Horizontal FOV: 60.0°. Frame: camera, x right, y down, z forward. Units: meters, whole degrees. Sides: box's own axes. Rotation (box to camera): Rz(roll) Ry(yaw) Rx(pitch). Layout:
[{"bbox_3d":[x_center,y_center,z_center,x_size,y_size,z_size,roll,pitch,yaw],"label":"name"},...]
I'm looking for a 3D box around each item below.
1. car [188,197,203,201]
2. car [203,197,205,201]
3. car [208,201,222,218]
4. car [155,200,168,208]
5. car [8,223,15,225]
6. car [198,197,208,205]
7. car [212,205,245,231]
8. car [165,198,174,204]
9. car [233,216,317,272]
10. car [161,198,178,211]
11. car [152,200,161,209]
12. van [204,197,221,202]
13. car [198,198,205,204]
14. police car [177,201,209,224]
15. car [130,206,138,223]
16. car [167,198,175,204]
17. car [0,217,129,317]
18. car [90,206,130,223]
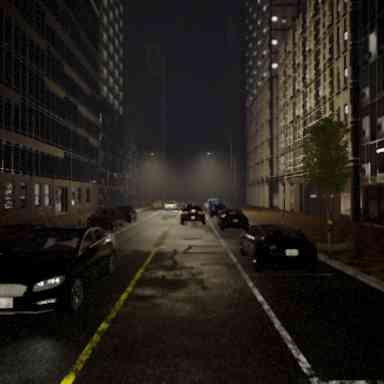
[{"bbox_3d":[0.051,1.786,43.024,2.097,1.767,4.553,0,-1,0],"label":"car"},{"bbox_3d":[2.654,1.894,45.158,1.967,1.590,4.097,0,-1,0],"label":"car"},{"bbox_3d":[2.663,1.910,33.772,1.947,1.339,4.313,0,-1,0],"label":"car"},{"bbox_3d":[-5.742,2.165,62.237,2.008,1.369,4.403,0,-1,0],"label":"car"},{"bbox_3d":[-5.698,1.698,11.005,1.802,1.307,4.206,0,-1,0],"label":"car"},{"bbox_3d":[2.625,2.082,79.311,2.192,1.841,5.009,0,-1,0],"label":"car"},{"bbox_3d":[2.673,1.797,22.388,1.947,1.339,4.313,0,-1,0],"label":"car"},{"bbox_3d":[-5.761,2.369,85.005,2.008,1.369,4.403,0,-1,0],"label":"car"},{"bbox_3d":[2.682,1.681,11.004,1.947,1.339,4.313,0,-1,0],"label":"car"},{"bbox_3d":[-3.125,2.020,49.387,1.812,1.442,4.674,0,-1,0],"label":"car"},{"bbox_3d":[-5.737,2.085,56.374,1.752,1.417,4.829,0,-1,0],"label":"car"},{"bbox_3d":[2.659,1.740,39.468,1.690,1.788,3.998,0,-1,0],"label":"van"},{"bbox_3d":[2.614,2.393,90.862,1.752,1.417,4.829,0,0,0],"label":"car"},{"bbox_3d":[0.075,1.790,27.590,2.038,1.542,4.974,0,0,0],"label":"police car"},{"bbox_3d":[-5.713,1.855,28.081,1.947,1.339,4.313,0,-1,0],"label":"car"},{"bbox_3d":[-5.767,2.434,90.697,1.947,1.339,4.313,0,-1,0],"label":"car"},{"bbox_3d":[-3.107,1.575,7.897,2.128,1.511,4.902,0,-1,0],"label":"car"},{"bbox_3d":[-5.708,1.777,22.389,1.887,1.381,4.507,0,-1,0],"label":"car"}]
